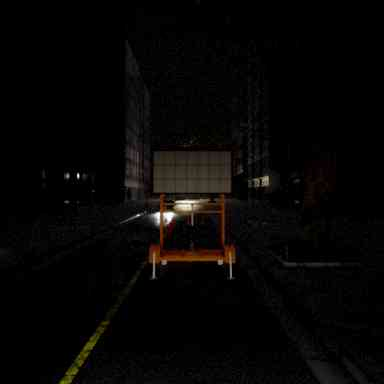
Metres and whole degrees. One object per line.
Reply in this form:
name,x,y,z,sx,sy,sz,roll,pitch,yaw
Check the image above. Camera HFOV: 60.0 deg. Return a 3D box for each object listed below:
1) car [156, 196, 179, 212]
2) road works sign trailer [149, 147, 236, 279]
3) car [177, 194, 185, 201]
car,-3.058,1.491,39.236,2.128,1.511,4.902,0,0,0
road works sign trailer,0.011,0.464,10.002,2.380,3.560,2.880,0,0,0
car,-2.910,1.346,82.366,2.097,1.767,4.553,0,0,0
